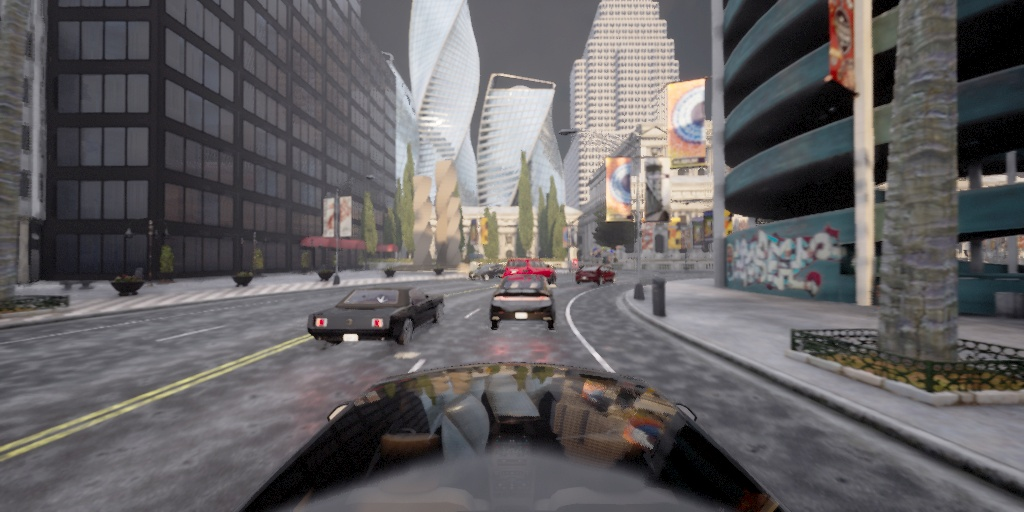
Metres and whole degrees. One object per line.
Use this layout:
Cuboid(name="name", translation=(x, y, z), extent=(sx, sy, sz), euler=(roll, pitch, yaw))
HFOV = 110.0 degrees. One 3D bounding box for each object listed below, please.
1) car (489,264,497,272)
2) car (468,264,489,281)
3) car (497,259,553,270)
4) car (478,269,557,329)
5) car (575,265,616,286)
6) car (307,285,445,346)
Cuboid(name="car", translation=(0.643, 1.261, 32.637), extent=(2.033, 1.411, 5.357), euler=(-1, -1, 36))
Cuboid(name="car", translation=(-2.205, 1.514, 34.668), extent=(1.837, 1.490, 4.892), euler=(-1, -1, 36))
Cuboid(name="car", translation=(1.428, 1.227, 26.908), extent=(2.150, 2.045, 5.566), euler=(-1, -1, 29))
Cuboid(name="car", translation=(0.431, 1.343, 11.633), extent=(2.128, 1.511, 4.902), euler=(0, -1, 5))
Cuboid(name="car", translation=(6.784, 1.485, 28.700), extent=(1.882, 1.535, 5.008), euler=(-1, -1, 35))
Cuboid(name="car", translation=(-3.230, 1.443, 9.709), extent=(1.895, 1.301, 4.718), euler=(0, -1, 3))
